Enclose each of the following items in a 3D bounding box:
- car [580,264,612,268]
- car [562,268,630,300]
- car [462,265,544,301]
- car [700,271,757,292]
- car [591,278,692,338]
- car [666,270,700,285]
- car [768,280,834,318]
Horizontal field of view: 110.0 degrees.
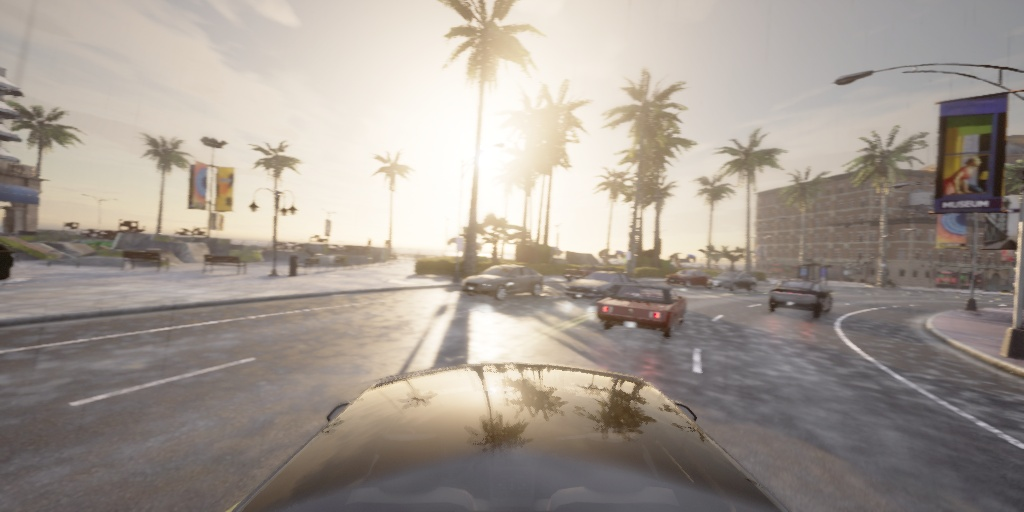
[{"bbox_3d":[5.460,1.167,24.039,4.718,1.301,1.895,3,0,-44],"label":"car"},{"bbox_3d":[4.765,1.489,18.128,2.033,1.411,5.357,3,0,41],"label":"car"},{"bbox_3d":[-0.281,1.183,17.063,1.837,1.490,4.892,3,0,36],"label":"car"},{"bbox_3d":[17.949,2.041,29.150,4.902,1.511,2.128,3,0,-32],"label":"car"},{"bbox_3d":[4.242,1.541,11.197,1.895,1.301,4.718,3,0,31],"label":"car"},{"bbox_3d":[15.792,1.957,31.922,5.008,1.535,1.882,3,0,-32],"label":"car"},{"bbox_3d":[13.657,1.910,16.910,4.902,1.511,2.128,3,0,-43],"label":"car"}]
